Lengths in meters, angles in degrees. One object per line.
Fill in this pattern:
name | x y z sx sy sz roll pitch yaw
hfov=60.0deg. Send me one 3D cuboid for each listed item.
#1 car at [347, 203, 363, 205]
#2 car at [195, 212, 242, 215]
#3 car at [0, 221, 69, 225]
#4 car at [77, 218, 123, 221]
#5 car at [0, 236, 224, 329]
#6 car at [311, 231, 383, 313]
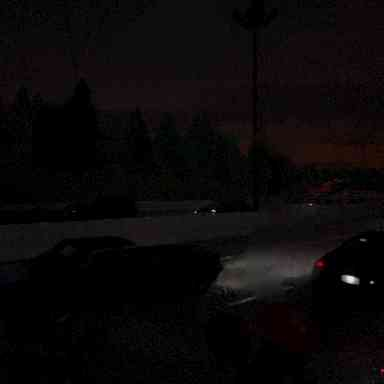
car | 26.689 1.421 54.015 1.882 1.535 5.008 0 0 38
car | 2.241 1.346 23.715 4.553 1.767 2.097 0 0 -41
car | -9.500 1.633 18.702 4.718 1.301 1.895 0 0 -37
car | -6.804 1.247 25.253 5.566 2.045 2.150 0 0 -38
car | -1.610 1.607 7.003 4.718 1.301 1.895 0 0 -36
car | 4.462 1.551 7.252 4.181 1.385 1.994 0 0 -38
